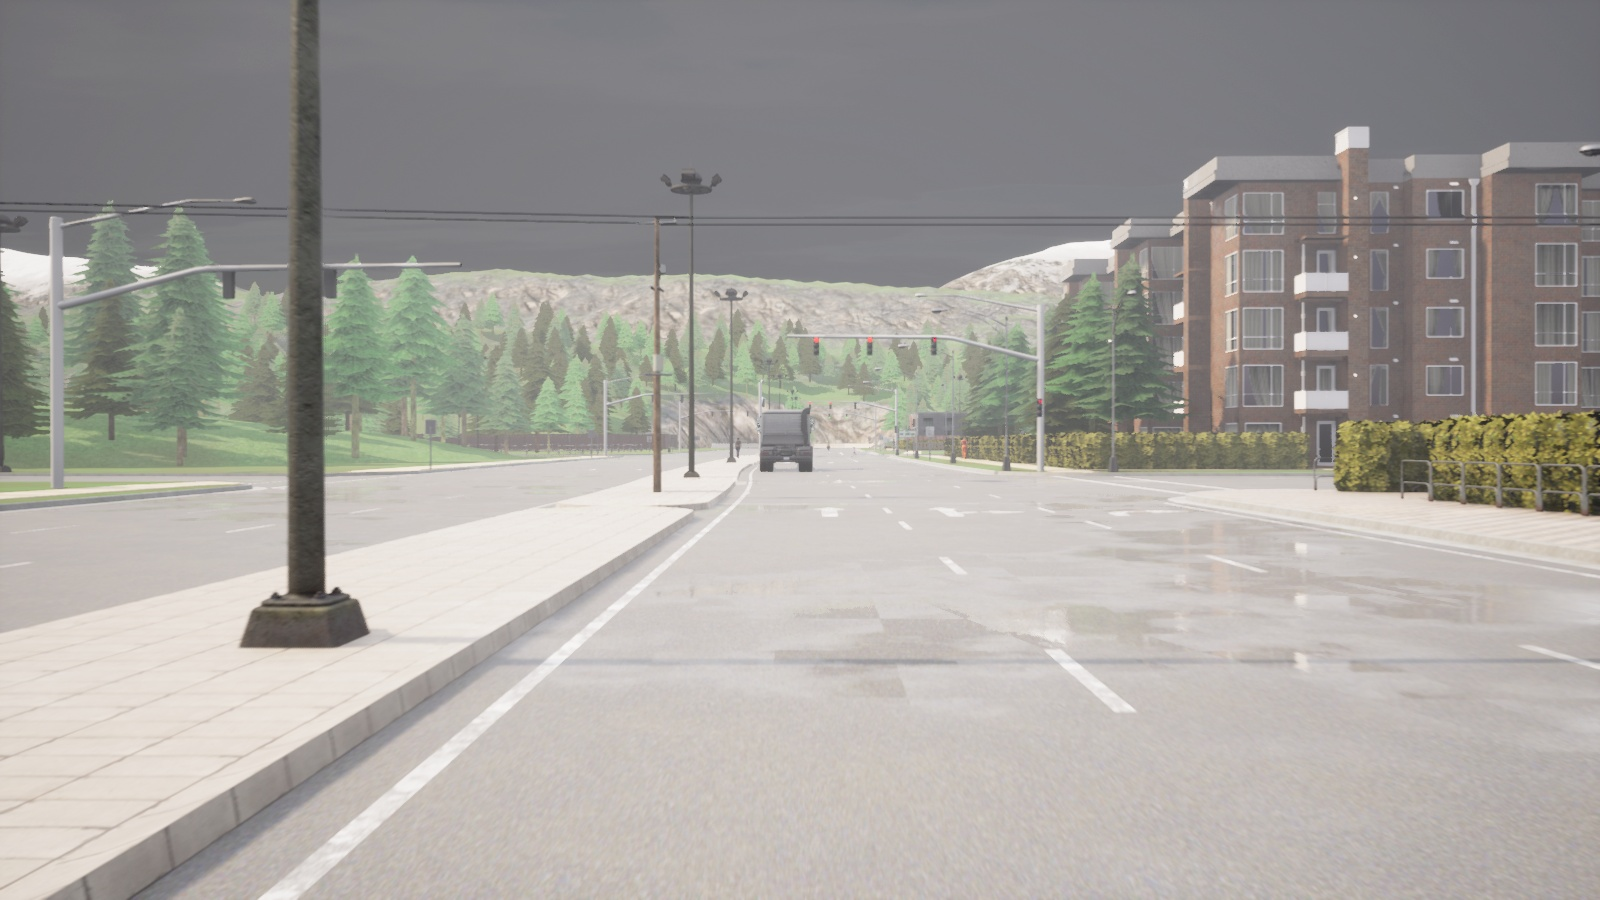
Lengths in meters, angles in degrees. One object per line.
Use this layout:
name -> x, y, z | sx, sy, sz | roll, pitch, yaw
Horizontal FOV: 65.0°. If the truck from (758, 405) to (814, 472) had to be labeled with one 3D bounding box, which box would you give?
truck -> -0.785, -0.621, 68.349 | 2.891, 3.462, 7.936 | 0, 0, -1
